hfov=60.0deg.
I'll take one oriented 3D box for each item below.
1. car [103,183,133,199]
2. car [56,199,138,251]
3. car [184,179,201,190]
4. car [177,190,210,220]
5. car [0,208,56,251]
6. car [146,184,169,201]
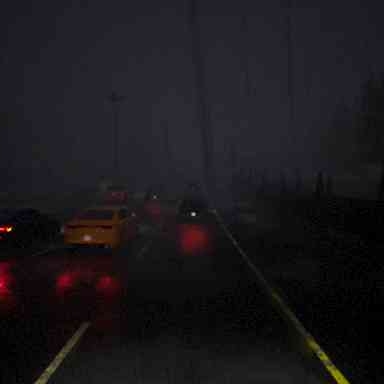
[{"bbox_3d":[-6.941,-0.044,31.586,2.097,1.767,4.553,0,6,0],"label":"car"},{"bbox_3d":[-3.406,1.297,13.309,1.882,1.535,5.008,0,1,0],"label":"car"},{"bbox_3d":[0.017,-0.826,39.391,1.812,1.442,4.674,0,8,0],"label":"car"},{"bbox_3d":[0.089,0.920,22.033,1.837,1.490,4.892,0,3,0],"label":"car"},{"bbox_3d":[-6.907,1.347,13.247,1.812,1.442,4.674,0,2,0],"label":"car"},{"bbox_3d":[-3.448,-0.049,33.059,1.837,1.490,4.892,0,6,0],"label":"car"}]
